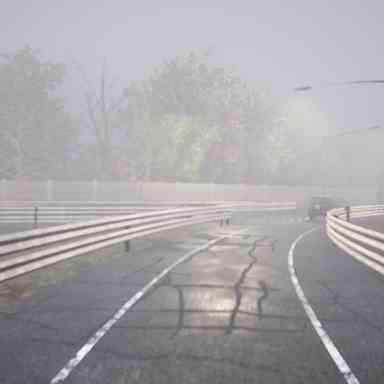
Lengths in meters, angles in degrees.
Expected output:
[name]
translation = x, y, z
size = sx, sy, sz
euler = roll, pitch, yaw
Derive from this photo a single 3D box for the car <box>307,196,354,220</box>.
[car]
translation = 11.975, 1.376, 28.585
size = 2.150, 2.045, 5.566
euler = 0, 0, 45
